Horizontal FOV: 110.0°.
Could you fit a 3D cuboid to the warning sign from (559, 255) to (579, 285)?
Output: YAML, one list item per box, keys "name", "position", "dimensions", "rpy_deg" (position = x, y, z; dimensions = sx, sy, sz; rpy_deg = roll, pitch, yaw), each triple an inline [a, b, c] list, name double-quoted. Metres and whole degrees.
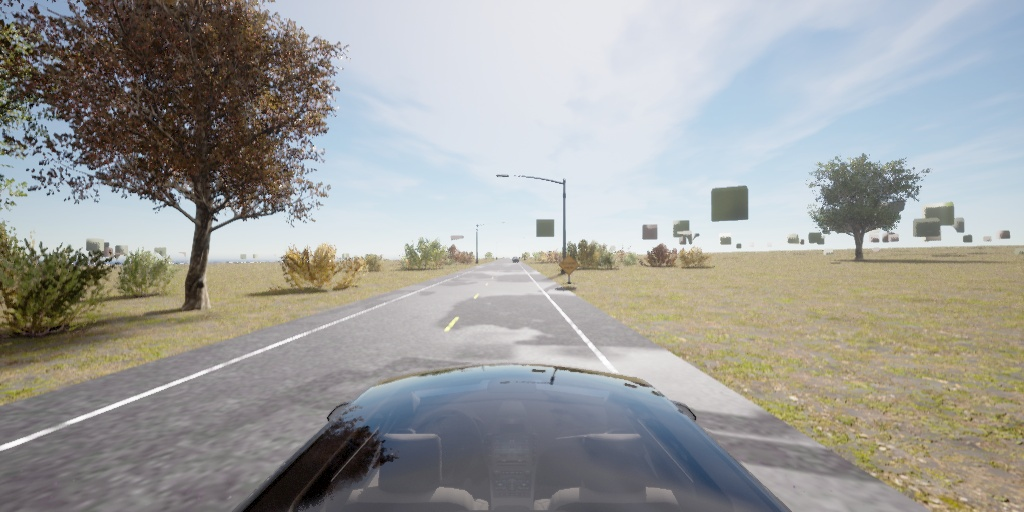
- name: "warning sign"
  position: [3.551, 0.851, 22.226]
  dimensions: [1.300, 1.860, 1.060]
  rpy_deg: [0, 0, 0]
